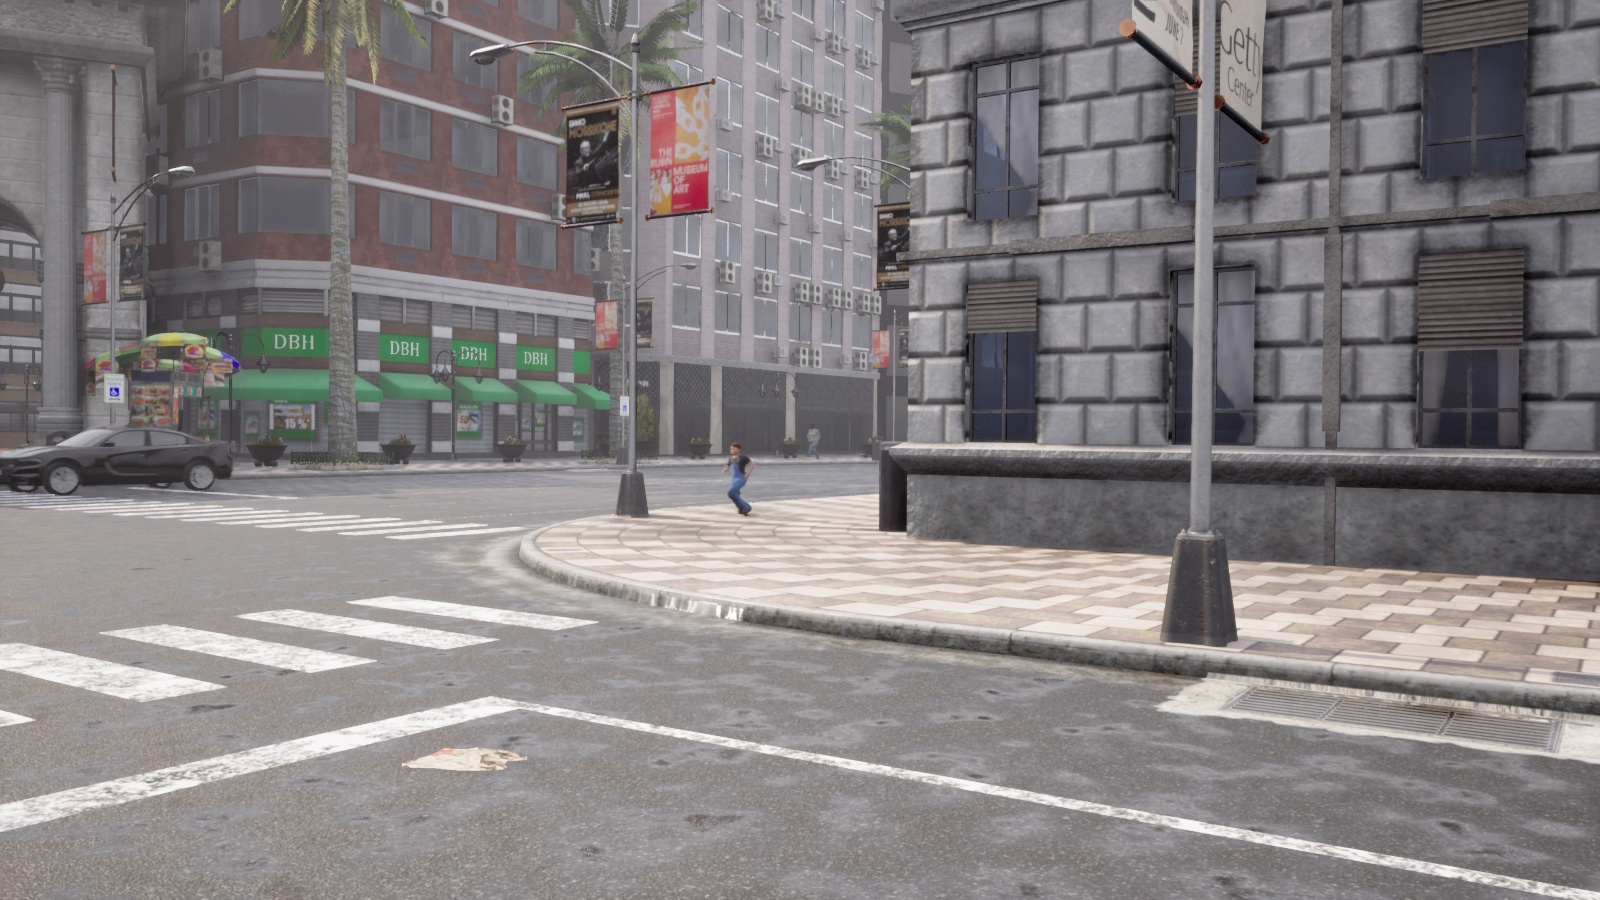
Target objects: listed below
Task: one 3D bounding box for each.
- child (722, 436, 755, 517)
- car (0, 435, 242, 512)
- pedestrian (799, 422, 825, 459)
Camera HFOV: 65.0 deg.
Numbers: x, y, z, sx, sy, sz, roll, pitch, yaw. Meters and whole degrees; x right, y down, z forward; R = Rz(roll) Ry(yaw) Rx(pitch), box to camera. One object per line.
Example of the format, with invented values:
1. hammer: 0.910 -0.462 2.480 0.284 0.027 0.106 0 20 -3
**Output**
1. child: -0.977 0.406 19.868 0.270 1.263 0.437 0 1 44
2. car: -15.498 0.462 28.406 1.882 1.535 5.008 0 1 34
3. pedestrian: 0.607 -0.476 62.869 0.874 1.855 0.900 0 1 45
